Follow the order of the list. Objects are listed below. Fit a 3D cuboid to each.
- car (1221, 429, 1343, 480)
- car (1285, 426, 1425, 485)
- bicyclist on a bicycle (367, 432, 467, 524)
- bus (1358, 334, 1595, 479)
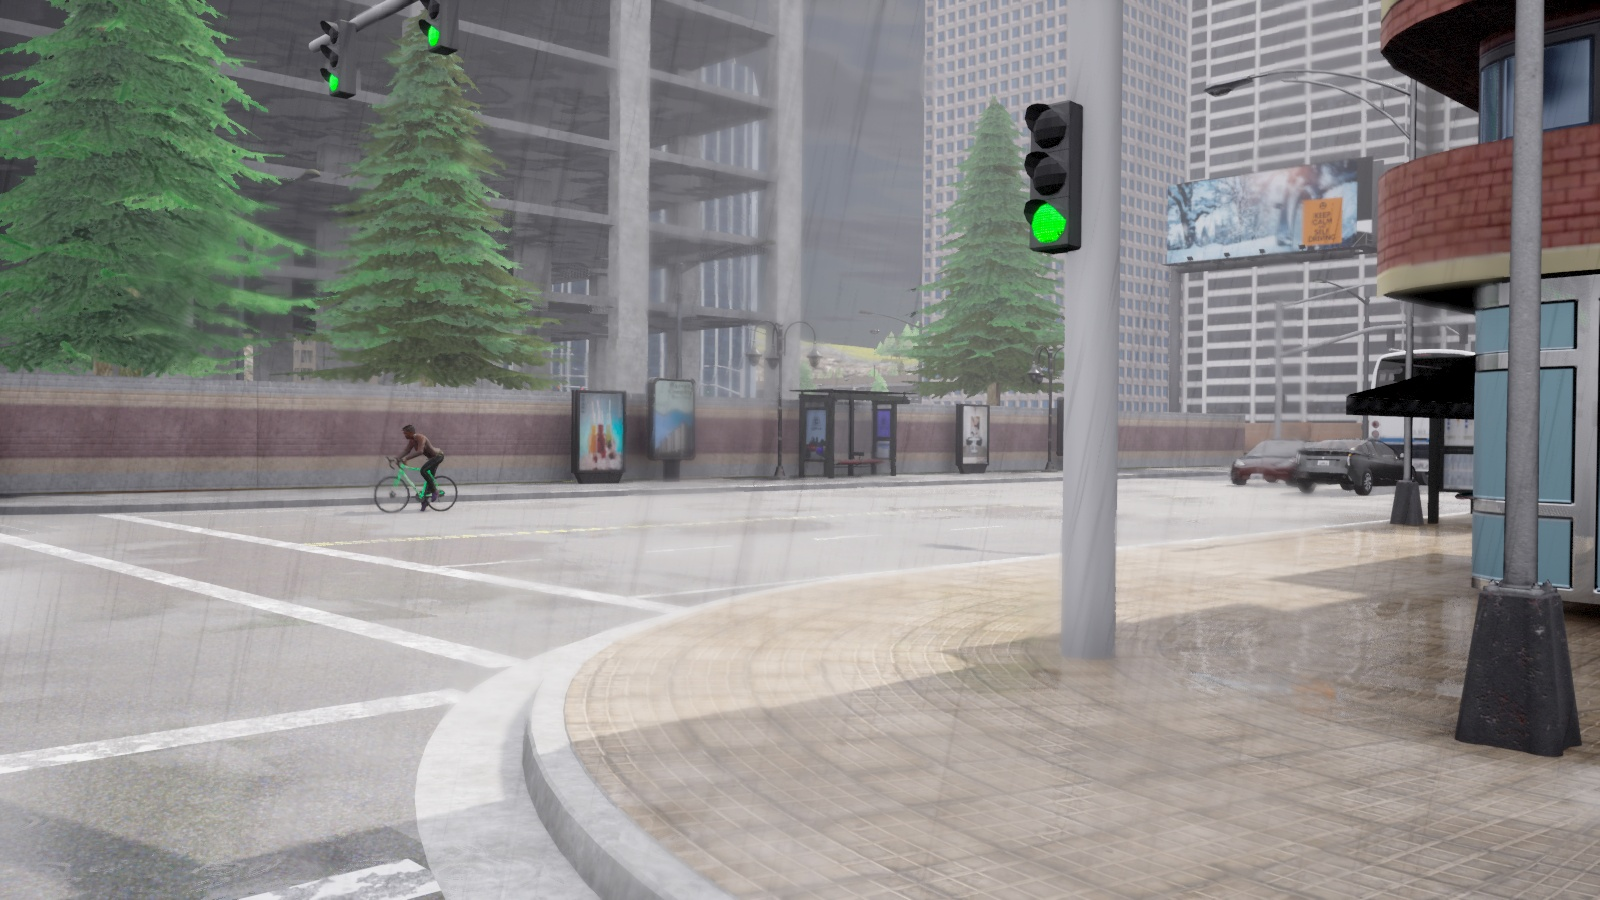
[{"bbox_3d":[15.350,0.104,39.821,2.163,1.488,4.792,0,1,40],"label":"car"},{"bbox_3d":[15.483,0.117,34.931,4.514,1.525,2.007,-1,1,-44],"label":"car"},{"bbox_3d":[-7.053,0.487,23.169,1.656,1.620,0.582,-2,1,-44],"label":"bicyclist on a bicycle"},{"bbox_3d":[22.721,-1.366,41.808,10.273,4.253,3.944,-1,1,-44],"label":"bus"}]
